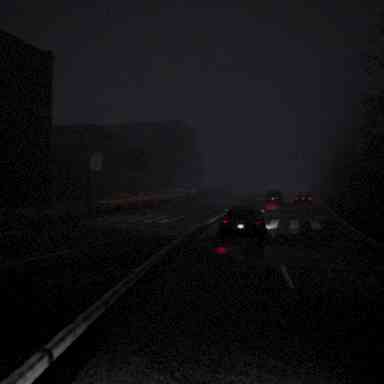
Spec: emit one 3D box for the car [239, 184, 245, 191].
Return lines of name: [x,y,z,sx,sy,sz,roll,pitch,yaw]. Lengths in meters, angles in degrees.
car: [10.557,-0.976,79.839,2.231,1.521,4.892,0,2,19]

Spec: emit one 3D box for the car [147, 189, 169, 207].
car: [-4.488,0.604,33.886,1.946,1.575,5.366,0,2,18]

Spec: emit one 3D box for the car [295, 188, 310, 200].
car: [15.374,0.185,46.279,1.812,1.442,4.674,0,2,19]

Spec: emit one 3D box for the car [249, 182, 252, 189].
car: [14.545,-1.515,91.794,2.185,1.767,4.553,0,2,18]

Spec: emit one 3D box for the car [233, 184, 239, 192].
car: [7.669,-0.919,70.868,2.435,2.045,5.566,0,2,18]

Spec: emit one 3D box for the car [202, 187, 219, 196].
car: [2.494,-0.096,55.138,2.163,1.488,4.792,0,2,18]

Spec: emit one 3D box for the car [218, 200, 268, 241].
car: [2.407,1.305,15.467,1.994,1.385,4.181,0,2,12]

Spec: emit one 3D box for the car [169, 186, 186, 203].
car: [-2.764,0.423,39.132,1.946,1.575,5.366,0,2,18]

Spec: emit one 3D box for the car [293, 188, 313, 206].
car: [11.594,0.610,34.693,2.033,1.411,5.357,0,2,18]

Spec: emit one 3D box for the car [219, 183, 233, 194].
car: [5.957,-0.487,65.663,2.231,1.521,4.892,0,2,18]

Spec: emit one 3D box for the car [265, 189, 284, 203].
car: [9.828,0.418,39.629,1.837,1.490,4.892,0,2,18]

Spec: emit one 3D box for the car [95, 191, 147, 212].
car: [-6.221,0.788,28.645,1.946,1.575,5.366,0,2,18]

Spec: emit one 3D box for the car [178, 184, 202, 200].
car: [-0.950,-0.015,44.638,2.435,2.045,5.566,0,2,18]

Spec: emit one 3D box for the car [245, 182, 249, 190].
car: [12.754,-1.205,86.346,1.946,1.575,5.366,0,2,18]
